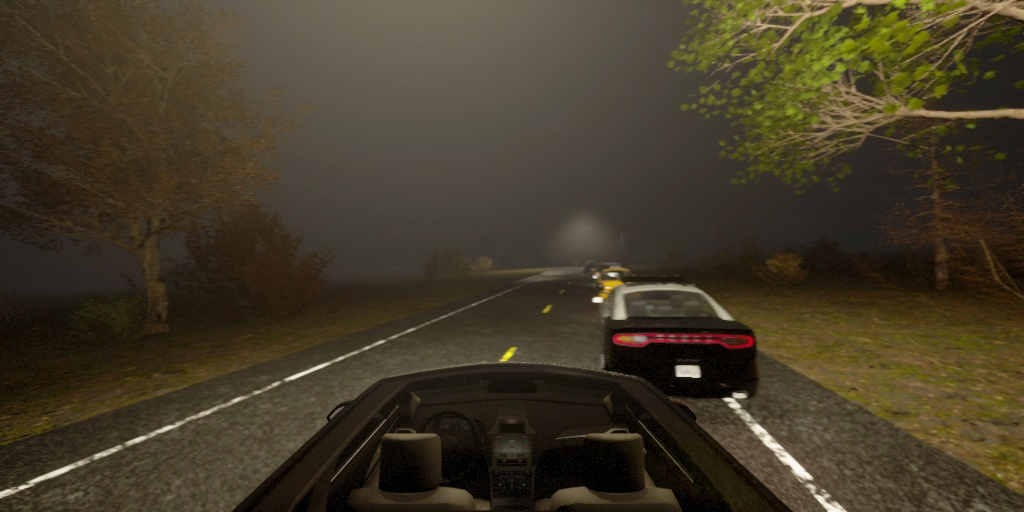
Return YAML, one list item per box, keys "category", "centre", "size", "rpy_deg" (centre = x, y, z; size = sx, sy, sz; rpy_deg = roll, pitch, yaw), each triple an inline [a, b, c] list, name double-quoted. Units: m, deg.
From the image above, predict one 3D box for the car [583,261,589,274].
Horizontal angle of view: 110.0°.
- category: "car"
  centre: [9.908, 1.434, 44.584]
  size: [1.812, 1.442, 4.674]
  rpy_deg: [-2, -1, 13]

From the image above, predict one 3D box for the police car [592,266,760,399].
- category: "police car"
  centre: [2.596, 1.150, 6.701]
  size: [1.930, 1.638, 5.238]
  rpy_deg: [-2, -1, 12]

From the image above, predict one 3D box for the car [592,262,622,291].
- category: "car"
  centre: [4.768, 1.220, 16.547]
  size: [1.801, 1.575, 5.366]
  rpy_deg: [-2, -1, 12]

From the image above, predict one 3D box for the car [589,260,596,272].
- category: "car"
  centre: [6.008, 1.139, 22.193]
  size: [2.097, 1.767, 4.553]
  rpy_deg: [-2, -1, 12]
